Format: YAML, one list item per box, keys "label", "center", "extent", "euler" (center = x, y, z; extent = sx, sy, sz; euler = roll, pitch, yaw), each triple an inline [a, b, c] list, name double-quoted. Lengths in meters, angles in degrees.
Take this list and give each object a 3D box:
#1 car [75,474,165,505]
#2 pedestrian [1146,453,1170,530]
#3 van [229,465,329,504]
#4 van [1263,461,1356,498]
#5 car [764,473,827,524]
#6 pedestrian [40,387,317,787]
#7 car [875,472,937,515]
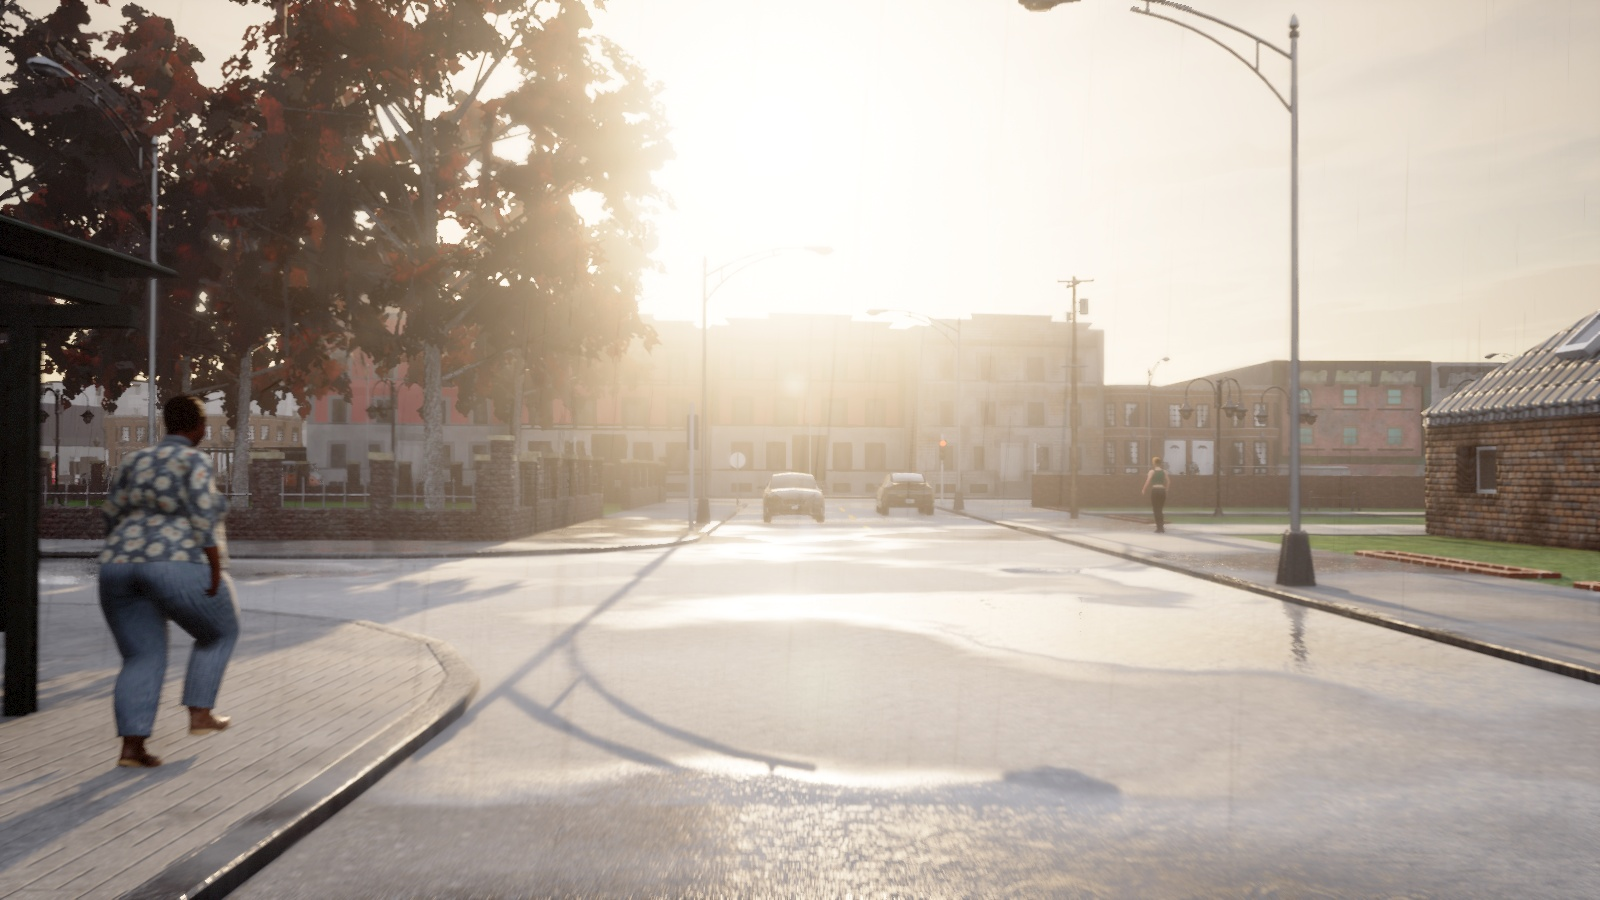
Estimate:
- label: "car"
  center: [-35.163, 2.021, 64.978]
  extent: [3.705, 1.549, 1.789]
  euler: [0, -1, 0]
- label: "pedestrian"
  center: [8.612, 0.995, 30.244]
  extent: [0.345, 1.836, 0.594]
  euler: [0, -1, -5]
- label: "van"
  center: [-26.935, 1.763, 65.019]
  extent: [4.442, 1.987, 1.775]
  euler: [0, -1, 0]
- label: "van"
  center: [28.065, 1.615, 69.253]
  extent: [4.442, 1.987, 1.775]
  euler: [0, -1, 0]
- label: "car"
  center: [-0.216, 1.482, 39.511]
  extent: [1.837, 1.490, 4.892]
  euler: [0, -1, -2]
- label: "pedestrian"
  center: [-3.118, 0.643, 6.374]
  extent: [0.874, 1.855, 0.900]
  euler: [0, -1, 15]
- label: "car"
  center: [3.832, 1.575, 46.180]
  extent: [1.837, 1.490, 4.892]
  euler: [0, -2, 0]
